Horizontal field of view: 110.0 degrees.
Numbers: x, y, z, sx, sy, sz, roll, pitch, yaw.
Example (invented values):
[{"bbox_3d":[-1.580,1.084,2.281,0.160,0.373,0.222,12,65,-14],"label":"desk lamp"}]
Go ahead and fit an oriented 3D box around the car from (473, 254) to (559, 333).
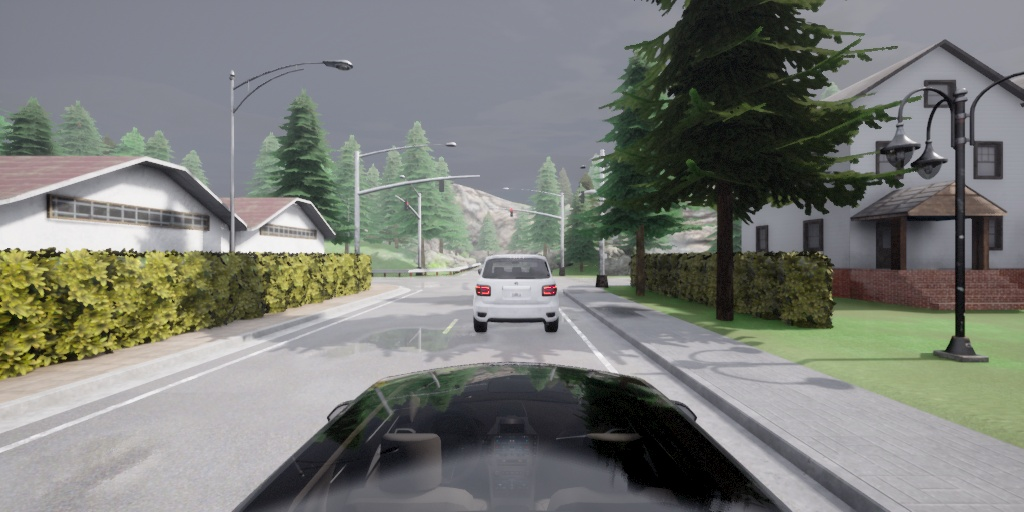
[{"bbox_3d":[0.105,0.971,10.923,2.150,2.045,5.566,0,0,0],"label":"car"}]
